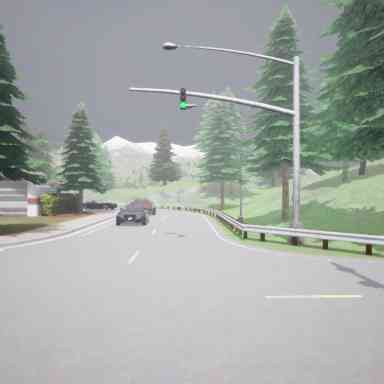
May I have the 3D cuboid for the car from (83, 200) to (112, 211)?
[{"bbox_3d":[-11.687,1.606,41.275,4.718,1.301,1.895,0,0,14],"label":"car"}]

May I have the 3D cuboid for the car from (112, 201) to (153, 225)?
[{"bbox_3d":[-4.160,1.563,23.797,1.994,1.385,4.181,0,0,-3],"label":"car"}]

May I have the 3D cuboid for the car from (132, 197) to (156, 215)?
[{"bbox_3d":[-5.061,1.351,33.582,2.097,1.767,4.553,0,0,-20],"label":"car"}]
